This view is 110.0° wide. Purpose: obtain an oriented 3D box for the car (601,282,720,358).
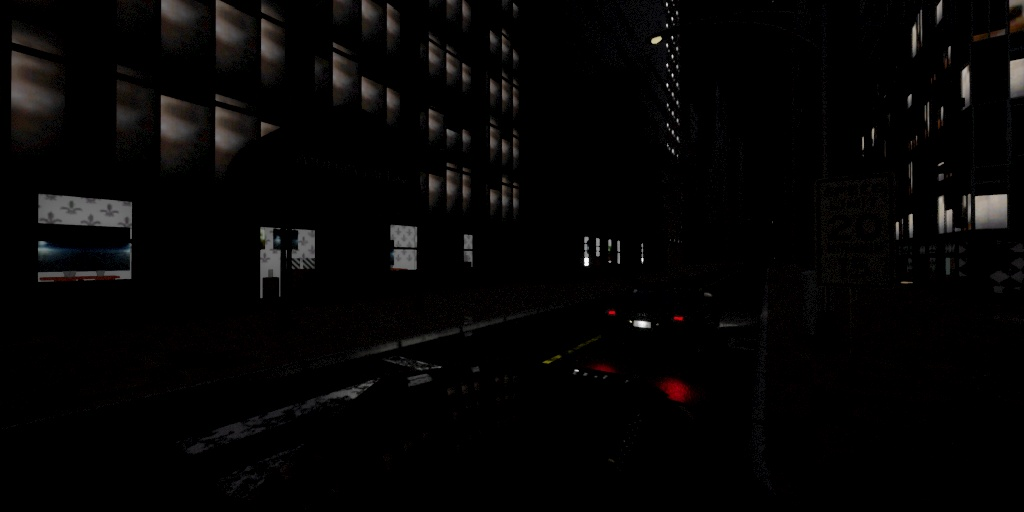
[{"bbox_3d":[3.746,1.323,8.735,1.994,1.385,4.181,0,0,36],"label":"car"}]
